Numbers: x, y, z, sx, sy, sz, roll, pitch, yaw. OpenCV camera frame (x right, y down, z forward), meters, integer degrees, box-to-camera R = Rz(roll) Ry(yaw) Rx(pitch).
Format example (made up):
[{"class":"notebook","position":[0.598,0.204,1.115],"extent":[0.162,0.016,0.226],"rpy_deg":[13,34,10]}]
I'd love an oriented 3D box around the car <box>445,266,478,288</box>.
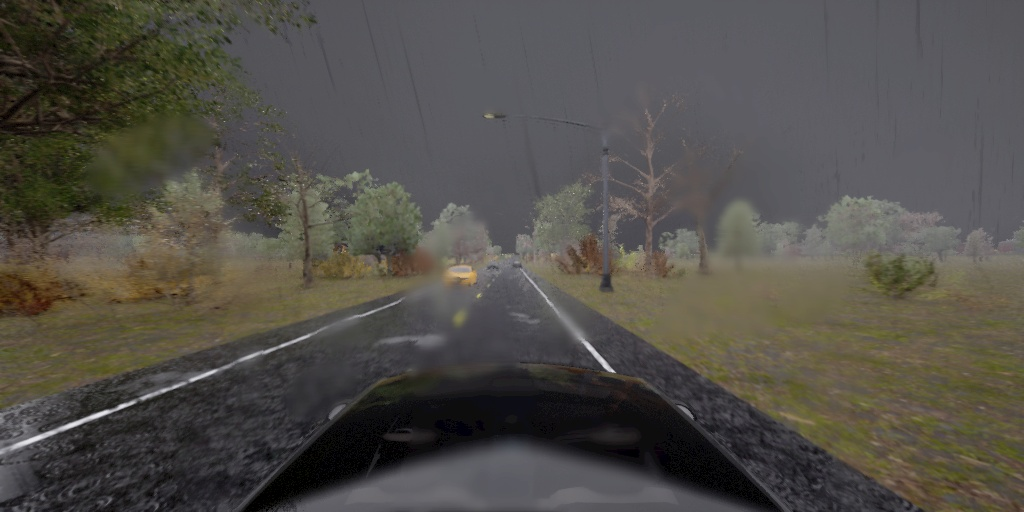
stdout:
[{"class":"car","position":[-3.604,1.441,25.982],"extent":[1.882,1.535,5.008],"rpy_deg":[0,-1,0]}]
